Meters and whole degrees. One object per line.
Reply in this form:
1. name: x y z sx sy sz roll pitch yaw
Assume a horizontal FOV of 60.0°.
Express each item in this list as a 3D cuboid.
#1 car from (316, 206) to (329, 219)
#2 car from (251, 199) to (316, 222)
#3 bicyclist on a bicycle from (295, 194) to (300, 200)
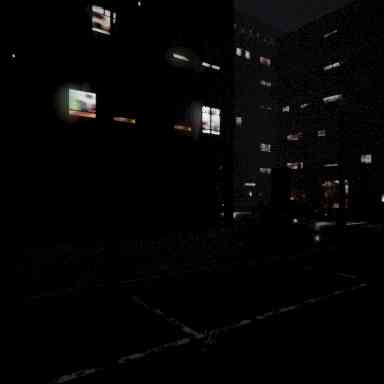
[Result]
1. car: 8.271 1.317 25.839 1.812 1.442 4.674 0 1 -37
2. car: 6.254 1.342 24.195 2.008 1.369 4.403 1 0 -36
3. bicyclist on a bicycle: 11.503 1.011 36.215 1.656 1.620 0.582 0 1 -36
